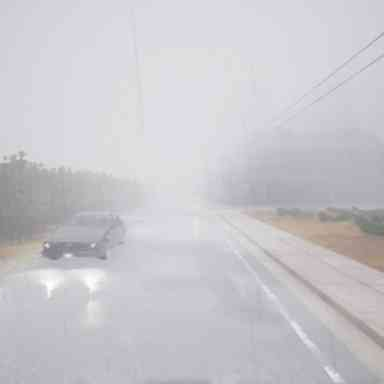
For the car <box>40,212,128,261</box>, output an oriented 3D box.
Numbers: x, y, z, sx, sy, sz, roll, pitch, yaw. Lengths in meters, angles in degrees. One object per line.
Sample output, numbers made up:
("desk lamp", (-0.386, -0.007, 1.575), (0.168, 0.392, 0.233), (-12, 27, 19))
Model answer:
("car", (-3.648, 1.461, 12.390), (2.033, 1.411, 5.357), (0, 1, -1))
